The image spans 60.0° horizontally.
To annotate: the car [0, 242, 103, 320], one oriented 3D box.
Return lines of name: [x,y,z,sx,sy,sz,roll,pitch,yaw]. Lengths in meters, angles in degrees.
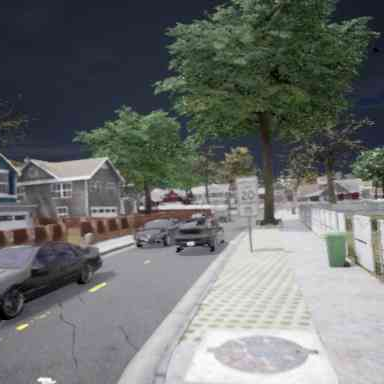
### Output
car: [-4.309,2.085,8.839,2.033,1.411,5.357,-4,-2,12]

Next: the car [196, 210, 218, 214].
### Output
car: [0.728,2.630,29.953,1.812,1.442,4.674,-4,-3,14]

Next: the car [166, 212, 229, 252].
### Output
car: [0.472,2.065,16.861,1.837,1.490,4.892,-4,-2,13]

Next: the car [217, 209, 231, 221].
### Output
car: [3.519,2.857,39.883,1.837,1.490,4.892,-5,-3,16]

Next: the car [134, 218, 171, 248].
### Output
car: [-1.839,2.347,19.818,1.837,1.490,4.892,-4,-3,14]
